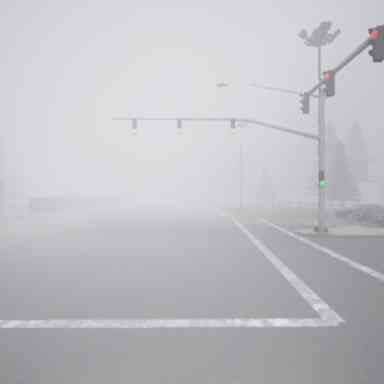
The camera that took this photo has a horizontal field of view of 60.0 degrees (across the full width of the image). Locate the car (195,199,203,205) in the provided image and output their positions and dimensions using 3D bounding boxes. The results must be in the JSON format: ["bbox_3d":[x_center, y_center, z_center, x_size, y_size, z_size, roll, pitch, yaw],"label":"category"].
[{"bbox_3d":[1.801,2.512,87.053,2.033,1.411,5.357,0,-1,0],"label":"car"}]

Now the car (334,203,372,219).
[{"bbox_3d":[15.752,1.822,30.692,5.008,1.535,1.882,0,-1,-1],"label":"car"}]

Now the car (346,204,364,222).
[{"bbox_3d":[15.594,1.906,27.188,4.718,1.301,1.895,0,-1,-1],"label":"car"}]

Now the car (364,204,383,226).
[{"bbox_3d":[15.338,1.771,23.686,4.892,1.490,1.837,0,-1,-1],"label":"car"}]

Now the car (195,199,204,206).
[{"bbox_3d":[1.765,2.368,77.689,1.837,1.490,4.892,0,-1,0],"label":"car"}]

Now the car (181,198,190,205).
[{"bbox_3d":[-1.701,2.320,86.401,2.097,1.767,4.553,0,-1,0],"label":"car"}]
